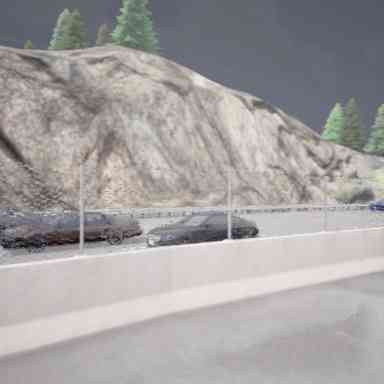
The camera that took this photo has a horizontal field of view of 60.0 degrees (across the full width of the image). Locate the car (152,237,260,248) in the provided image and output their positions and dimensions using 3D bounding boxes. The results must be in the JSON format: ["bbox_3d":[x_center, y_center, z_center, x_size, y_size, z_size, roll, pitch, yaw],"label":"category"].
[{"bbox_3d":[0.549,1.483,12.749,4.674,1.442,1.812,0,0,-33],"label":"car"}]
